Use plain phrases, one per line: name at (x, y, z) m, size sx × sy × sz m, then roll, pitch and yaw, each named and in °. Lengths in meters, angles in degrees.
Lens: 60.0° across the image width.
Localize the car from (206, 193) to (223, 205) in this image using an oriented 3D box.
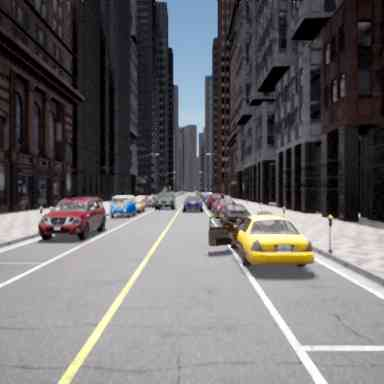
car at (2.829, 1.112, 39.054) m, size 2.192 × 1.841 × 5.009 m, roll 0°, pitch 0°, yaw 0°

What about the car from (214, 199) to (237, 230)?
car at (2.801, 1.432, 22.249) m, size 2.008 × 1.369 × 4.403 m, roll 0°, pitch 0°, yaw 0°

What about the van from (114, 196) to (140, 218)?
van at (-5.714, 1.192, 27.850) m, size 1.690 × 1.788 × 3.998 m, roll 0°, pitch 0°, yaw 0°

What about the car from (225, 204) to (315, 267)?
car at (2.368, 1.396, 11.086) m, size 1.801 × 1.575 × 5.366 m, roll 0°, pitch 0°, yaw 0°

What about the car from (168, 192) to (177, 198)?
car at (-5.606, 0.848, 95.070) m, size 2.192 × 1.841 × 5.009 m, roll 0°, pitch 0°, yaw 0°

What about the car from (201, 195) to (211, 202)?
car at (2.873, 1.245, 67.066) m, size 1.802 × 1.307 × 4.206 m, roll 0°, pitch 0°, yaw 0°

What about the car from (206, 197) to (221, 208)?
car at (2.837, 1.352, 44.658) m, size 1.802 × 1.307 × 4.206 m, roll 0°, pitch 0°, yaw 0°

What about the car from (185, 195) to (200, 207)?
car at (0.092, 1.246, 47.809) m, size 2.128 × 1.511 × 4.902 m, roll 0°, pitch 0°, yaw 0°

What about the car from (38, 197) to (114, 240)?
car at (-5.732, 1.223, 16.647) m, size 2.192 × 1.841 × 5.009 m, roll 0°, pitch 0°, yaw 0°

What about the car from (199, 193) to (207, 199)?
car at (2.909, 1.105, 89.473) m, size 1.887 × 1.381 × 4.507 m, roll 0°, pitch 0°, yaw 0°

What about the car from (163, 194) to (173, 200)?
car at (-5.634, 1.160, 78.266) m, size 2.008 × 1.369 × 4.403 m, roll 0°, pitch 0°, yaw 0°

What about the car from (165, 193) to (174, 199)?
car at (-5.625, 1.110, 83.697) m, size 1.752 × 1.417 × 4.829 m, roll 0°, pitch 0°, yaw 0°

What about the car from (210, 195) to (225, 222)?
car at (2.811, 1.292, 27.851) m, size 1.967 × 1.590 × 4.097 m, roll 0°, pitch 0°, yaw 0°

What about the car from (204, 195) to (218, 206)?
car at (2.847, 1.267, 50.429) m, size 1.752 × 1.417 × 4.829 m, roll 0°, pitch 0°, yaw 0°

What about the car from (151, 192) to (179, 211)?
car at (-3.023, 1.019, 38.504) m, size 2.150 × 2.045 × 5.566 m, roll 0°, pitch 0°, yaw 0°

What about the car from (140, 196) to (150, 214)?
car at (-5.706, 1.349, 33.282) m, size 1.752 × 1.417 × 4.829 m, roll 0°, pitch 0°, yaw 0°

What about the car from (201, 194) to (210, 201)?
car at (2.882, 1.219, 72.667) m, size 1.802 × 1.307 × 4.206 m, roll 0°, pitch 0°, yaw 0°

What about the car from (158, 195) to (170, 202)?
car at (-5.652, 1.227, 67.063) m, size 1.947 × 1.339 × 4.313 m, roll 0°, pitch 0°, yaw 0°

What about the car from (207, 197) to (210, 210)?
car at (2.819, 1.406, 33.453) m, size 1.802 × 1.307 × 4.206 m, roll 0°, pitch 0°, yaw 0°

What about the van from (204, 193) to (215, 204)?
van at (2.856, 1.057, 55.860) m, size 1.690 × 1.788 × 3.998 m, roll 0°, pitch 0°, yaw 0°

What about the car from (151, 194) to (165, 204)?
car at (-5.670, 1.154, 55.859) m, size 1.967 × 1.590 × 4.097 m, roll 0°, pitch 0°, yaw 0°

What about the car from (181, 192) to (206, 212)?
car at (0.117, 1.164, 35.908) m, size 2.097 × 1.767 × 4.553 m, roll 0°, pitch 0°, yaw 1°
